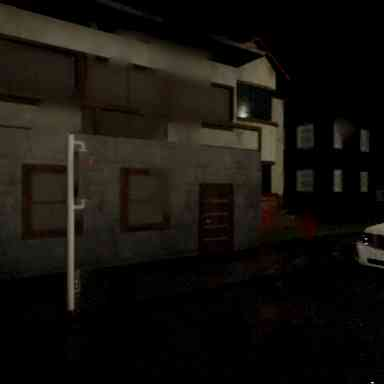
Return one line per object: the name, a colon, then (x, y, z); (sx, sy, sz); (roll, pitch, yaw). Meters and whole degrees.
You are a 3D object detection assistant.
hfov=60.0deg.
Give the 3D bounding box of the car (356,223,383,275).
car: (6.942, 1.193, 9.134); (5.566, 2.045, 2.150); (0, 0, -32)
